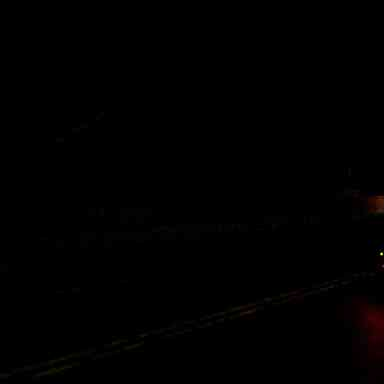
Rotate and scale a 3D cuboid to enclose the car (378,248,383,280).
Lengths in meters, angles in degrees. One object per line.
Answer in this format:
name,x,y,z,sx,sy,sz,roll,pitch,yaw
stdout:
car,6.248,1.464,7.931,4.674,1.442,1.812,-1,0,-35
